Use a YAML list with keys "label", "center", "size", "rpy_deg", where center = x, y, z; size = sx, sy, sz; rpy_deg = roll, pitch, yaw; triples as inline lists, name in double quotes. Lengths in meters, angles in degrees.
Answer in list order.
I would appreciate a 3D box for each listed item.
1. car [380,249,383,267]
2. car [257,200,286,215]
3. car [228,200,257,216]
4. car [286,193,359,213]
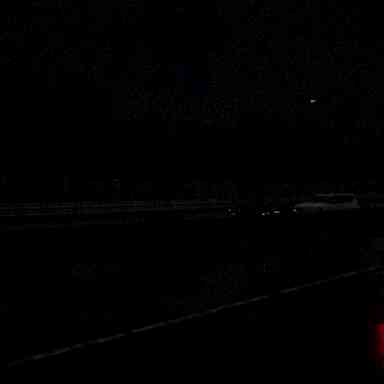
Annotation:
- label: "car"
  center: [6.961, 1.573, 8.635]
  size: [4.718, 1.301, 1.895]
  rpy_deg: [0, 0, -35]
- label: "car"
  center: [7.774, 1.399, 26.460]
  size: [4.892, 1.490, 1.837]
  rpy_deg: [0, 0, -34]
- label: "car"
  center: [5.700, 1.441, 29.291]
  size: [5.357, 1.411, 2.033]
  rpy_deg: [0, 0, -34]
- label: "car"
  center: [9.514, 1.119, 23.417]
  size: [5.566, 2.045, 2.150]
  rpy_deg: [0, 0, -34]
